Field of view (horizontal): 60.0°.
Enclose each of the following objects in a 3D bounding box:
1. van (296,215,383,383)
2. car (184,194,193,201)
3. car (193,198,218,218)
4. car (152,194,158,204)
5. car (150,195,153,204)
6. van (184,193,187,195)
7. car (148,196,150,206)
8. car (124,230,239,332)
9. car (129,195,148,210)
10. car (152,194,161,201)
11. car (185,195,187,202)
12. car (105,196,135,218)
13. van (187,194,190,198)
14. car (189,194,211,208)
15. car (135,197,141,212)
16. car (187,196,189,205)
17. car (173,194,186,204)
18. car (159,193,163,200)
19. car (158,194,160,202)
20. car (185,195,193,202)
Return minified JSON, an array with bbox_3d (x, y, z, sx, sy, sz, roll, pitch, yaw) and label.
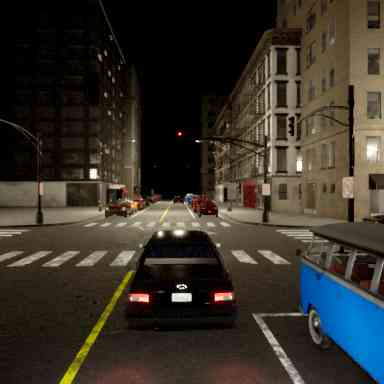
[{"bbox_3d":[2.537,1.341,3.689,1.690,1.788,3.998,0,0,-2],"label":"van"},{"bbox_3d":[-0.928,1.427,84.589,1.967,1.590,4.097,0,0,-2],"label":"car"},{"bbox_3d":[1.386,1.545,30.544,1.887,1.381,4.507,0,0,-2],"label":"car"},{"bbox_3d":[-8.020,1.545,62.629,2.008,1.369,4.403,0,0,-2],"label":"car"},{"bbox_3d":[-7.557,1.564,51.819,1.947,1.339,4.313,0,0,-2],"label":"car"},{"bbox_3d":[-0.465,1.331,73.780,1.690,1.788,3.998,0,0,-2],"label":"van"},{"bbox_3d":[-7.319,1.525,46.245,1.752,1.417,4.829,0,0,-2],"label":"car"},{"bbox_3d":[-0.256,1.547,7.245,2.033,1.411,5.357,0,0,-2],"label":"car"},{"bbox_3d":[-7.094,1.315,41.010,2.192,1.841,5.009,0,0,-2],"label":"car"},{"bbox_3d":[-8.946,1.427,84.246,1.967,1.590,4.097,0,0,-2],"label":"car"},{"bbox_3d":[0.229,1.562,57.567,1.947,1.339,4.313,0,0,-2],"label":"car"},{"bbox_3d":[-6.631,1.440,30.201,1.967,1.590,4.097,0,0,-2],"label":"car"},{"bbox_3d":[0.461,1.339,52.163,1.690,1.788,3.998,0,0,-2],"label":"van"},{"bbox_3d":[1.155,1.315,35.949,2.192,1.841,5.009,0,0,-2],"label":"car"},{"bbox_3d":[-6.856,1.526,35.435,1.752,1.417,4.829,0,0,-2],"label":"car"},{"bbox_3d":[0.692,1.544,46.758,1.887,1.381,4.507,0,0,-2],"label":"car"},{"bbox_3d":[-2.480,1.521,61.340,1.812,1.442,4.674,0,0,-3],"label":"car"},{"bbox_3d":[-8.715,1.304,78.842,2.192,1.841,5.009,0,0,-2],"label":"car"},{"bbox_3d":[-8.252,1.558,68.033,1.947,1.339,4.313,0,0,-2],"label":"car"},{"bbox_3d":[-0.704,1.514,79.355,1.752,1.417,4.829,0,0,-2],"label":"car"}]
